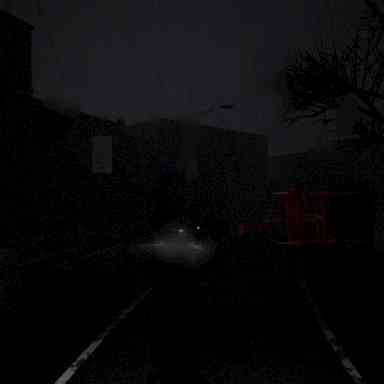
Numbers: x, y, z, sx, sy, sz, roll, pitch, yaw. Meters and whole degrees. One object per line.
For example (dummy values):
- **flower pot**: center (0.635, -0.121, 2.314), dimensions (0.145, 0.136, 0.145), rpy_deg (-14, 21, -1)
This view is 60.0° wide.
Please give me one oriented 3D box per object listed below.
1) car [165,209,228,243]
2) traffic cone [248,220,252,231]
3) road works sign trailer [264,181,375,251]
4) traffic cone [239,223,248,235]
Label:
- **car**: center (0.340, 1.541, 16.175), dimensions (1.994, 1.385, 4.181), rpy_deg (0, 0, 23)
- **traffic cone**: center (3.406, 1.946, 19.508), dimensions (0.340, 0.580, 0.340), rpy_deg (1, 0, 23)
- **road works sign trailer**: center (4.691, 0.942, 12.340), dimensions (2.880, 2.380, 3.560), rpy_deg (-2, -2, -45)
- **traffic cone**: center (2.625, 1.945, 17.667), dimensions (0.340, 0.580, 0.340), rpy_deg (1, 0, 23)
